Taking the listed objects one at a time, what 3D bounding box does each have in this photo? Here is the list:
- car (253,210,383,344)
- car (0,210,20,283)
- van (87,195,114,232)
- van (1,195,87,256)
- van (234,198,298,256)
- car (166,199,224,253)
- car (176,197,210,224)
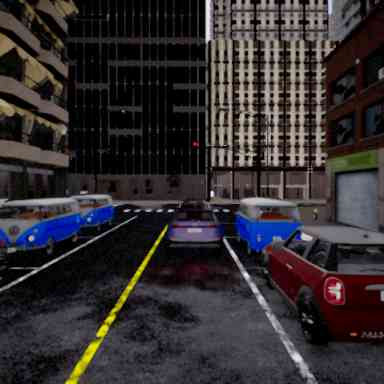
[{"bbox_3d":[2.563,1.333,6.223,1.967,1.590,4.097,0,1,0],"label":"car"},{"bbox_3d":[-5.317,1.333,6.209,1.967,1.590,4.097,0,1,0],"label":"car"},{"bbox_3d":[-5.330,1.047,17.586,1.690,1.788,3.998,0,1,0],"label":"van"},{"bbox_3d":[-5.323,1.140,11.896,1.690,1.788,3.998,0,1,0],"label":"van"},{"bbox_3d":[2.557,1.140,11.911,1.690,1.788,3.998,0,1,0],"label":"van"},{"bbox_3d":[0.086,1.218,12.617,2.033,1.649,4.856,0,1,0],"label":"car"},{"bbox_3d":[0.078,1.167,22.834,2.033,1.411,5.357,0,1,0],"label":"car"}]
